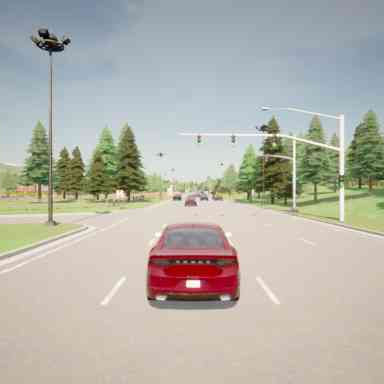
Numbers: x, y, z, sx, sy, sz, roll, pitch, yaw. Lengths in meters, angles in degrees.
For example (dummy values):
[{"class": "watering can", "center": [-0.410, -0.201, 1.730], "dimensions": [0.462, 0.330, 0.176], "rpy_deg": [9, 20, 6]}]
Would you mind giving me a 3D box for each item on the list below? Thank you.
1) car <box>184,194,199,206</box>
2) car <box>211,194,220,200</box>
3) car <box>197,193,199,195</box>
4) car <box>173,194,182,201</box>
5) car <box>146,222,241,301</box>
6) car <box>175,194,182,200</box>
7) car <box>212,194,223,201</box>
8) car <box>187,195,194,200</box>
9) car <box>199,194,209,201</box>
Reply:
[{"class": "car", "center": [-0.194, 1.525, 52.979], "dimensions": [1.812, 1.442, 4.674], "rpy_deg": [0, 0, 0]}, {"class": "car", "center": [6.654, 1.371, 94.038], "dimensions": [2.033, 1.411, 5.357], "rpy_deg": [0, 0, 0]}, {"class": "car", "center": [3.154, 1.356, 94.025], "dimensions": [2.128, 1.511, 4.902], "rpy_deg": [0, 0, 0]}, {"class": "car", "center": [-3.807, 1.468, 83.579], "dimensions": [1.882, 1.535, 5.008], "rpy_deg": [0, 0, 0]}, {"class": "car", "center": [0.032, 1.478, 8.377], "dimensions": [1.882, 1.535, 5.008], "rpy_deg": [0, 0, 0]}, {"class": "car", "center": [-3.846, 1.309, 93.999], "dimensions": [1.882, 1.535, 5.008], "rpy_deg": [0, 0, 0]}, {"class": "car", "center": [6.693, 1.516, 83.618], "dimensions": [2.128, 1.511, 4.902], "rpy_deg": [0, 0, 0]}, {"class": "car", "center": [-0.346, 1.426, 94.042], "dimensions": [1.895, 1.301, 4.718], "rpy_deg": [0, 0, 0]}, {"class": "car", "center": [3.191, 1.515, 84.022], "dimensions": [1.812, 1.442, 4.674], "rpy_deg": [0, 0, 0]}]
